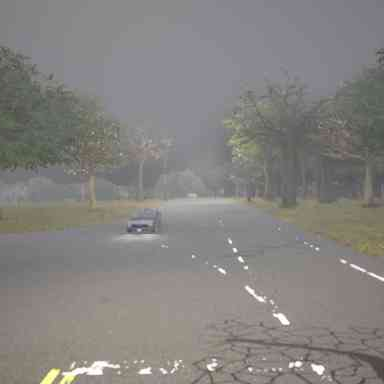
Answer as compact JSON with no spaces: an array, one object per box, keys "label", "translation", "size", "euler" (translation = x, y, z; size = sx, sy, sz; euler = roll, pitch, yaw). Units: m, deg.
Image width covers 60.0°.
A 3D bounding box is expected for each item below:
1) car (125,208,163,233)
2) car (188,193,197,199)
[{"label":"car","translation":[-3.117,1.854,22.828],"size":[2.033,1.411,5.357],"euler":[-1,2,2]},{"label":"car","translation":[0.178,1.040,87.691],"size":[1.882,1.535,5.008],"euler":[-1,0,9]}]
